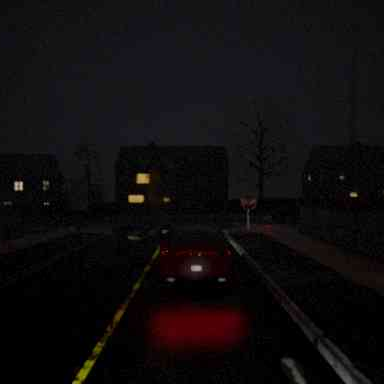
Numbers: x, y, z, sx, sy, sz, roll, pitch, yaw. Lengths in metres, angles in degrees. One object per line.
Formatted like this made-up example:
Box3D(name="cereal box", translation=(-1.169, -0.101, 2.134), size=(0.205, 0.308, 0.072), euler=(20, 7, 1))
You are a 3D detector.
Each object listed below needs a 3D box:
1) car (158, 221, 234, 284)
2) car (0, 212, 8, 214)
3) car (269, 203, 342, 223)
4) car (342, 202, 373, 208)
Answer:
Box3D(name="car", translation=(0.100, 1.593, 9.970), size=(1.882, 1.535, 5.008), euler=(0, -1, 0))
Box3D(name="car", translation=(-16.767, 1.890, 25.176), size=(5.566, 2.045, 2.150), euler=(-1, 0, 0))
Box3D(name="car", translation=(8.414, 1.580, 25.448), size=(4.892, 1.490, 1.837), euler=(-1, -2, -2))
Box3D(name="car", translation=(13.563, 1.510, 28.178), size=(4.181, 1.385, 1.994), euler=(-1, 0, 0))
